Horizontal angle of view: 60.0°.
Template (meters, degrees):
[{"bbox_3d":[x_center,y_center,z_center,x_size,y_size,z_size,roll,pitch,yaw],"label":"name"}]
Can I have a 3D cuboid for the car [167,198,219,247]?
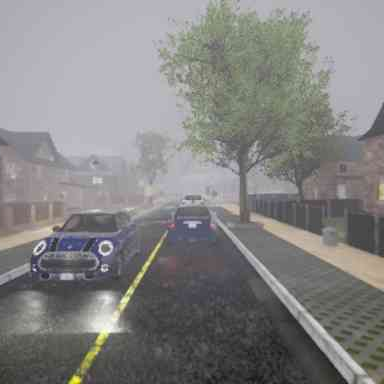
[{"bbox_3d":[0.083,1.320,15.095,2.097,1.767,4.553,0,0,2],"label":"car"}]

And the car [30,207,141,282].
[{"bbox_3d":[-2.850,1.330,9.825,2.097,1.767,4.553,0,0,0],"label":"car"}]

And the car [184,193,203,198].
[{"bbox_3d":[0.101,1.150,32.057,2.150,2.045,5.566,0,0,0],"label":"car"}]
